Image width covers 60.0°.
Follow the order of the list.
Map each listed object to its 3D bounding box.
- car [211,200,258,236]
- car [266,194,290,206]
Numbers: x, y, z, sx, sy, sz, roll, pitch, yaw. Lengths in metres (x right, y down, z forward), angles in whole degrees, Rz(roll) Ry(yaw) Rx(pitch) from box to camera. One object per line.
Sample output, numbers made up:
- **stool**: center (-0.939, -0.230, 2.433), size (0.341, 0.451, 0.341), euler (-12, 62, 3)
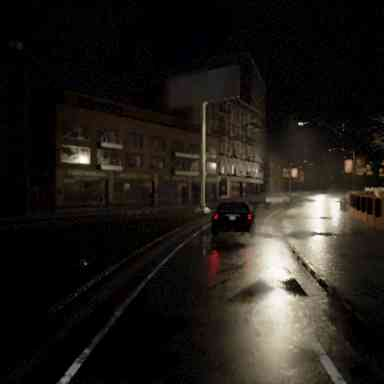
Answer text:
- **car**: center (2.344, 1.202, 17.574), size (2.097, 1.767, 4.553), euler (0, 1, 12)
- **car**: center (10.183, 0.938, 38.985), size (1.895, 1.301, 4.718), euler (0, 1, 28)
